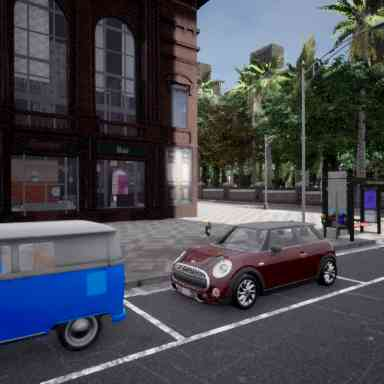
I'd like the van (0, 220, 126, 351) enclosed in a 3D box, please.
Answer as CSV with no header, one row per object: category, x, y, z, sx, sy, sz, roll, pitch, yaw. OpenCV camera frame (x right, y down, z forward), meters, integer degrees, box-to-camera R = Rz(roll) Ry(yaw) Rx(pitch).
van,-2.918,1.341,4.573,3.998,1.788,1.690,0,0,-35

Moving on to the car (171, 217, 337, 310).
car,1.500,1.439,7.723,4.097,1.590,1.967,0,0,-35
